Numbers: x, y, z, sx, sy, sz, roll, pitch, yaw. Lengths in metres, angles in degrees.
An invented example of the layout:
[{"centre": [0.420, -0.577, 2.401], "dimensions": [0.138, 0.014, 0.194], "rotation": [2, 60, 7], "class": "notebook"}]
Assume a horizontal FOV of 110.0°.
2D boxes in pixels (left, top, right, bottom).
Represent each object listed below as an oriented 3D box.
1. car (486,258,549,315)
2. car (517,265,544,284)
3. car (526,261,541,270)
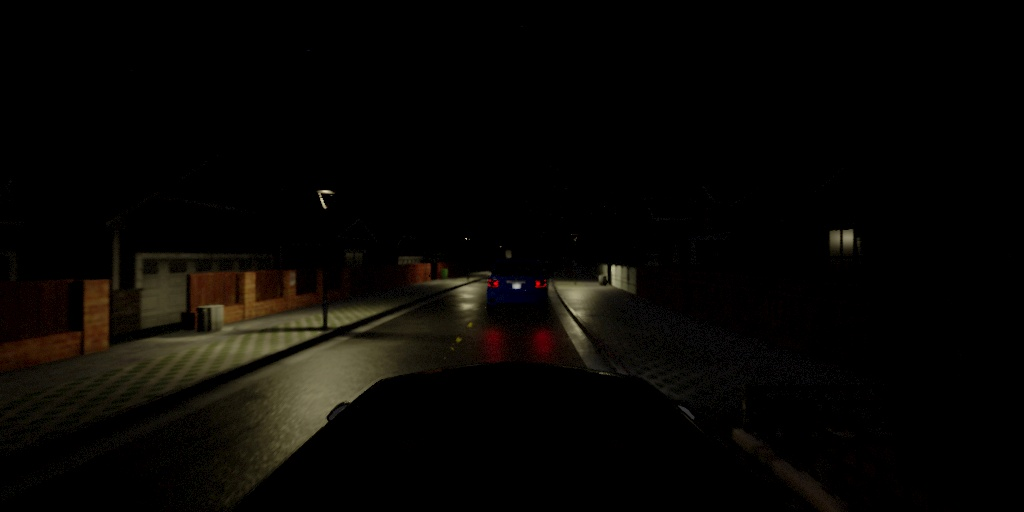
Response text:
[{"centre": [0.301, 1.076, 14.297], "dimensions": [2.150, 2.045, 5.566], "rotation": [0, 0, 3], "class": "car"}, {"centre": [1.629, 1.503, 30.036], "dimensions": [1.994, 1.385, 4.181], "rotation": [0, 0, 7], "class": "car"}, {"centre": [3.784, 1.608, 62.103], "dimensions": [2.033, 1.411, 5.357], "rotation": [0, 0, 10], "class": "car"}]
